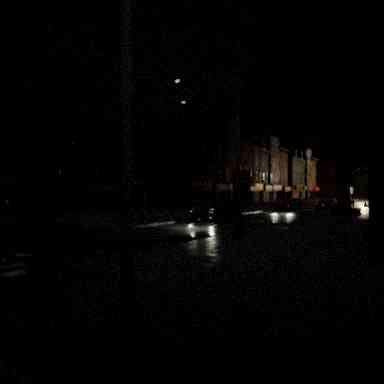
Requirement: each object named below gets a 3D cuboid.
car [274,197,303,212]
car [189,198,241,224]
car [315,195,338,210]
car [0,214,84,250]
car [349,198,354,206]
[{"bbox_3d":[10.690,1.364,36.752,1.882,1.535,5.008,0,0,36],"label":"car"},{"bbox_3d":[1.761,1.268,24.280,2.097,1.767,4.553,0,0,35],"label":"car"},{"bbox_3d":[16.074,1.429,39.342,1.994,1.385,4.181,0,0,36],"label":"car"},{"bbox_3d":[-6.768,1.547,12.848,1.895,1.301,4.718,0,0,41],"label":"car"},{"bbox_3d":[21.813,1.446,47.468,1.895,1.301,4.718,0,0,36],"label":"car"}]
